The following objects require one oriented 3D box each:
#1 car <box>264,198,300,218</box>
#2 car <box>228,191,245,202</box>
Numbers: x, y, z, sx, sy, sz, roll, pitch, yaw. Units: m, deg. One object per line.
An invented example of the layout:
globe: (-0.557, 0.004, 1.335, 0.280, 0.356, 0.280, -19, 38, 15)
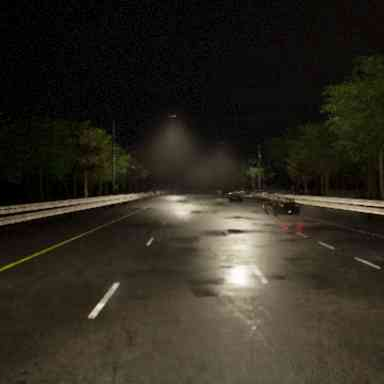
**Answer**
car: (7.003, 1.173, 26.198, 2.128, 1.511, 4.902, 0, 1, 0)
car: (7.007, 0.902, 54.637, 1.994, 1.385, 4.181, 0, 1, 0)
